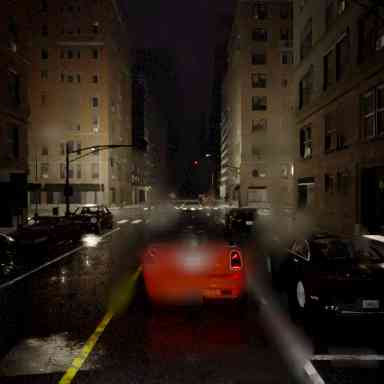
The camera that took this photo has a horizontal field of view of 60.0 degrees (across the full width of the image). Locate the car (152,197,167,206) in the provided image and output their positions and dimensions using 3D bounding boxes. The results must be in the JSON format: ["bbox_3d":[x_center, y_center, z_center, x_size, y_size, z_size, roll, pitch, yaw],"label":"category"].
[{"bbox_3d":[-5.695,1.618,55.576,1.802,1.307,4.206,0,0,0],"label":"car"}]

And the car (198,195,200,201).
[{"bbox_3d":[2.839,1.607,66.390,2.008,1.369,4.403,0,0,0],"label":"car"}]

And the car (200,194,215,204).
[{"bbox_3d":[2.830,1.476,55.572,1.967,1.590,4.097,0,0,0],"label":"car"}]

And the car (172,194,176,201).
[{"bbox_3d":[-5.675,1.626,82.449,1.752,1.417,4.829,0,0,0],"label":"car"}]

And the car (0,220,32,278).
[{"bbox_3d":[-5.677,1.566,7.470,1.947,1.339,4.313,0,0,0],"label":"car"}]

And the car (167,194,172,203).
[{"bbox_3d":[-5.686,1.607,66.393,2.008,1.369,4.403,0,0,0],"label":"car"}]

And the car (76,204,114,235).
[{"bbox_3d":[-5.689,1.441,18.473,1.967,1.590,4.097,0,0,0],"label":"car"}]

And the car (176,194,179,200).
[{"bbox_3d":[-5.668,1.457,93.436,2.192,1.841,5.009,0,0,0],"label":"car"}]

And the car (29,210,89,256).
[{"bbox_3d":[-5.683,1.582,12.972,1.802,1.307,4.206,0,0,0],"label":"car"}]

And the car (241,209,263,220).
[{"bbox_3d":[2.836,1.566,18.482,1.947,1.339,4.313,0,0,0],"label":"car"}]

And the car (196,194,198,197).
[{"bbox_3d":[2.853,1.561,88.026,1.967,1.590,4.097,0,0,0],"label":"car"}]

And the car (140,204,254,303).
[{"bbox_3d":[0.054,1.352,8.341,2.097,1.767,4.553,0,0,0],"label":"car"}]

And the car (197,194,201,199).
[{"bbox_3d":[2.845,1.524,77.208,1.967,1.590,4.097,0,0,0],"label":"car"}]

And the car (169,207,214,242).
[{"bbox_3d":[-0.014,1.564,16.995,1.994,1.385,4.181,0,0,0],"label":"car"}]

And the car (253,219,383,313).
[{"bbox_3d":[2.848,1.550,7.480,2.008,1.369,4.403,0,0,0],"label":"car"}]
